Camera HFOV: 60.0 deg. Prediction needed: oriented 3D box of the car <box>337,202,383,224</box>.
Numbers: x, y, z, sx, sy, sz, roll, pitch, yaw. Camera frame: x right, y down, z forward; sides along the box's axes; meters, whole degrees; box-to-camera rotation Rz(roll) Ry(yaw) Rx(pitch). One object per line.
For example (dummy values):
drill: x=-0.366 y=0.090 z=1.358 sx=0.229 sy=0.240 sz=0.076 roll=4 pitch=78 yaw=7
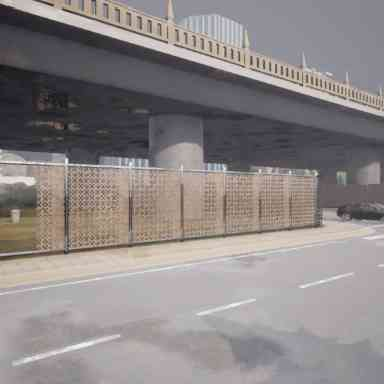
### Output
car: x=12.998 y=1.491 z=24.085 sx=2.128 sy=1.511 sz=4.902 roll=0 pitch=0 yaw=-34
